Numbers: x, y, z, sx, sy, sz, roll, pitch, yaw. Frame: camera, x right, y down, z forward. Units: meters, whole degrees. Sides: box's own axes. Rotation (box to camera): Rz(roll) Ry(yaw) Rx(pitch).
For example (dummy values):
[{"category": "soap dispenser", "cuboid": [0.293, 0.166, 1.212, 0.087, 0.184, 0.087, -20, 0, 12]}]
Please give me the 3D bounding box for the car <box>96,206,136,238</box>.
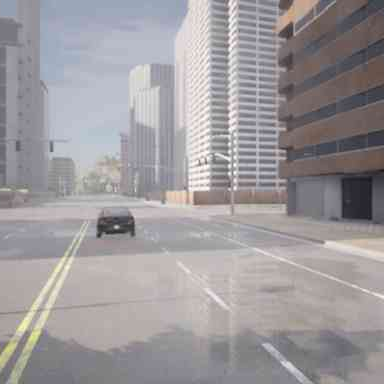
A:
[{"category": "car", "cuboid": [-4.181, 1.513, 18.130, 1.882, 1.535, 5.008, 0, 0, -14]}]
